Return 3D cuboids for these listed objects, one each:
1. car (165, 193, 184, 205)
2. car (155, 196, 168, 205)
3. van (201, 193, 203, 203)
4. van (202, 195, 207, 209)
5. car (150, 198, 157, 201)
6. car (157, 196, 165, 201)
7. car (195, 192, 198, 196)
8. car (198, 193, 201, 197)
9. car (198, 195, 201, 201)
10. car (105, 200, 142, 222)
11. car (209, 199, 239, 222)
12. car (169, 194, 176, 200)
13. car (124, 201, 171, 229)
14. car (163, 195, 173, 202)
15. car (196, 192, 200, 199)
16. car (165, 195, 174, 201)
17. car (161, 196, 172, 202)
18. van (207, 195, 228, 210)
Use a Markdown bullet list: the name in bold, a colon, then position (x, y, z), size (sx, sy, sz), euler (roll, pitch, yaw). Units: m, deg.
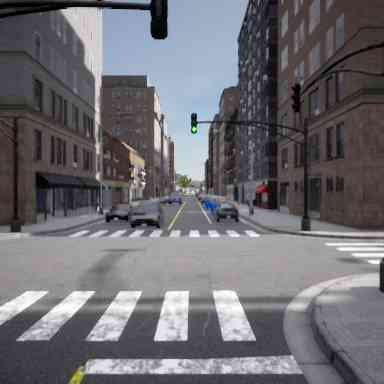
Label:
- **car**: position (-2.806, 1.124, 56.281), size (2.150, 2.045, 5.566), euler (0, 0, 0)
- **car**: position (-5.448, 1.506, 59.929), size (1.947, 1.339, 4.313), euler (0, 0, 0)
- **van**: position (2.589, 1.295, 48.573), size (1.690, 1.788, 3.998), euler (0, 0, 0)
- **van**: position (2.594, 1.302, 42.890), size (1.690, 1.788, 3.998), euler (0, 0, 0)
- **car**: position (-5.425, 1.533, 37.200), size (1.947, 1.339, 4.313), euler (0, 0, 0)
- **car**: position (-5.436, 1.505, 48.564), size (2.008, 1.369, 4.403), euler (0, 0, 0)
- **car**: position (2.548, 1.344, 88.349), size (1.967, 1.590, 4.097), euler (0, 0, 0)
- **car**: position (2.571, 1.458, 65.789), size (1.752, 1.417, 4.829), euler (0, 0, 0)
- **car**: position (2.577, 1.522, 59.937), size (1.802, 1.307, 4.206), euler (0, 0, 0)
- **car**: position (-5.414, 1.544, 25.835), size (1.947, 1.339, 4.313), euler (0, 0, 0)
- **car**: position (2.612, 1.529, 25.843), size (2.008, 1.369, 4.403), euler (0, 0, 0)
- **car**: position (-5.482, 1.336, 94.022), size (1.967, 1.590, 4.097), euler (0, 0, 0)
- **car**: position (-2.772, 1.532, 21.874), size (2.033, 1.411, 5.357), euler (0, 0, 0)
- **car**: position (-5.465, 1.469, 76.976), size (2.008, 1.369, 4.403), euler (0, 0, 0)
- **car**: position (2.554, 1.456, 82.666), size (1.887, 1.381, 4.507), euler (0, 0, 0)
- **car**: position (-5.471, 1.456, 82.658), size (1.887, 1.381, 4.507), euler (0, 0, 0)
- **car**: position (-5.459, 1.471, 71.293), size (1.887, 1.381, 4.507), euler (0, 0, 0)
- **van**: position (2.606, 1.314, 31.525), size (1.690, 1.788, 3.998), euler (0, 0, 0)
